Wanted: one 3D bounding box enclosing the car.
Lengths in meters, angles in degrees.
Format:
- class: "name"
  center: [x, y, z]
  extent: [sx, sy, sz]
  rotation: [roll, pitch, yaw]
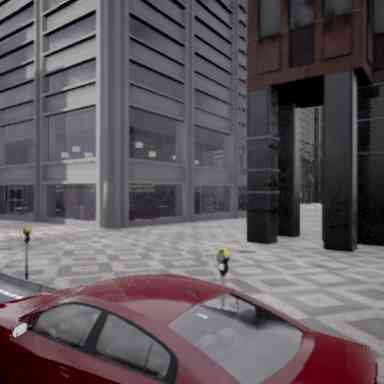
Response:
- class: "car"
  center: [-0.605, 1.548, 3.392]
  extent: [4.507, 1.381, 1.887]
  rotation: [0, 0, 36]
